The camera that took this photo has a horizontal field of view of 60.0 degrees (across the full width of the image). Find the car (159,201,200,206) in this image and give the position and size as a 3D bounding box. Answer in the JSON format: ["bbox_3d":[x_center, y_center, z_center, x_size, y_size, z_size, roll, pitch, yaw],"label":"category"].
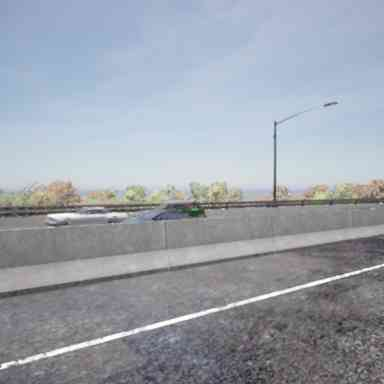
[{"bbox_3d":[-1.273,1.349,20.278,4.553,1.767,2.097,0,0,-35],"label":"car"}]

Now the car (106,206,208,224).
[{"bbox_3d":[-1.564,1.562,15.772,4.181,1.385,1.994,0,0,-35],"label":"car"}]

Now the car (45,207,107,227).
[{"bbox_3d":[-6.554,1.597,20.812,4.718,1.301,1.895,0,0,-36],"label":"car"}]
